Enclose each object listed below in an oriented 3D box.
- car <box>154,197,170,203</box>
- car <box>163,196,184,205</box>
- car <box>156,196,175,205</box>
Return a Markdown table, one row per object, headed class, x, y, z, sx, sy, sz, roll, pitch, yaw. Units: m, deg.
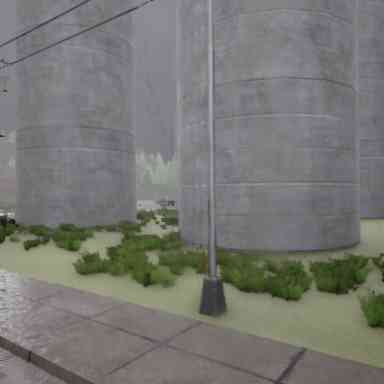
| class | x | y | z | sx | sy | sz | roll | pitch | yaw |
| --- | --- | --- | --- | --- | --- | --- | --- | --- | --- |
| car | -7.649 | 2.019 | 85.181 | 3.905 | 1.438 | 1.784 | -1 | 0 | 35 |
| car | -3.698 | 1.690 | 67.410 | 3.866 | 1.878 | 1.905 | -1 | 0 | 35 |
| car | -3.250 | 1.799 | 54.664 | 2.128 | 1.511 | 4.902 | -1 | 0 | 35 |
